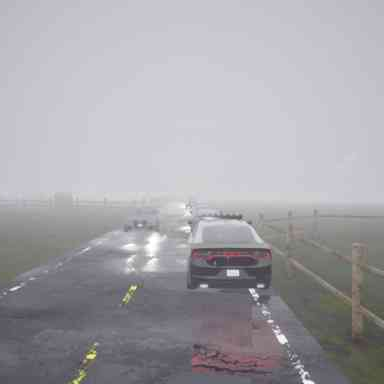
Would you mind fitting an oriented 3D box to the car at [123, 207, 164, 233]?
[{"bbox_3d":[-2.745,1.562,19.574,1.994,1.385,4.181,0,0,0],"label":"car"}]

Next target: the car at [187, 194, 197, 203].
[{"bbox_3d":[0.016,1.336,66.887,2.097,1.767,4.553,0,0,0],"label":"car"}]

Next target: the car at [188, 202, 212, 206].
[{"bbox_3d":[0.828,1.523,19.167,1.812,1.442,4.674,0,0,0],"label":"car"}]

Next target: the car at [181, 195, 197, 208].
[{"bbox_3d":[0.038,1.540,45.720,2.033,1.411,5.357,0,0,1],"label":"car"}]

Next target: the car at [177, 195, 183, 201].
[{"bbox_3d":[-2.731,1.521,83.032,2.033,1.411,5.357,0,0,0],"label":"car"}]

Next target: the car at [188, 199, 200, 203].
[{"bbox_3d":[0.830,1.522,25.167,1.812,1.442,4.674,0,0,0],"label":"car"}]

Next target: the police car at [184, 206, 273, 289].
[{"bbox_3d":[0.826,1.424,9.277,1.930,1.638,5.238,0,0,0],"label":"police car"}]
